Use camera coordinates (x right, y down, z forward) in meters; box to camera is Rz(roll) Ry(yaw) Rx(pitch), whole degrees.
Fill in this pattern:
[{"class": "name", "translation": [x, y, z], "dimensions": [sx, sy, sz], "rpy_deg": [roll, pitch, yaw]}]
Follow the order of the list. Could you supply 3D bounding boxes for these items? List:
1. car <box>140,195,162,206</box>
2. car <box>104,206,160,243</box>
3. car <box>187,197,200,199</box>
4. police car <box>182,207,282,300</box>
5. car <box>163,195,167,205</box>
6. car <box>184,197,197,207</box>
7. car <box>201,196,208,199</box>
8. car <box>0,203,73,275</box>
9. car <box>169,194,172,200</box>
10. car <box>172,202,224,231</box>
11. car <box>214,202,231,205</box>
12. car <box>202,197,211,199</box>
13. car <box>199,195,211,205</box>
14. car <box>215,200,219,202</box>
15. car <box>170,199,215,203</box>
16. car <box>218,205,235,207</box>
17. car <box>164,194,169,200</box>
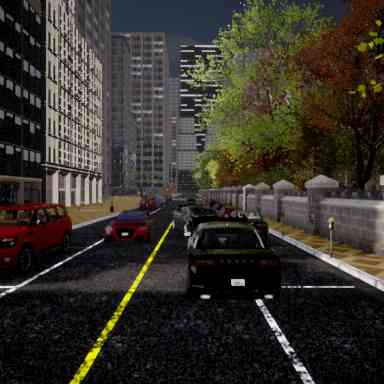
[{"class": "car", "translation": [-5.617, 1.302, 43.910], "dimensions": [2.192, 1.841, 5.009], "rpy_deg": [0, 0, 0]}, {"class": "car", "translation": [-2.783, 1.561, 15.788], "dimensions": [1.994, 1.385, 4.181], "rpy_deg": [0, 0, 0]}, {"class": "car", "translation": [-0.140, 1.513, 43.454], "dimensions": [1.812, 1.442, 4.674], "rpy_deg": [0, 0, 0]}, {"class": "police car", "translation": [0.822, 1.424, 8.571], "dimensions": [1.930, 1.638, 5.238], "rpy_deg": [0, 0, 0]}, {"class": "car", "translation": [-5.666, 1.562, 54.992], "dimensions": [1.802, 1.307, 4.206], "rpy_deg": [0, 0, 0]}, {"class": "car", "translation": [-0.196, 1.529, 53.437], "dimensions": [2.033, 1.411, 5.357], "rpy_deg": [0, 0, 0]}, {"class": "car", "translation": [2.384, 1.566, 49.395], "dimensions": [1.802, 1.307, 4.206], "rpy_deg": [0, 0, 0]}, {"class": "car", "translation": [-5.471, 1.314, 10.661], "dimensions": [2.192, 1.841, 5.009], "rpy_deg": [0, 0, 0]}, {"class": "car", "translation": [-5.620, 1.280, 77.155], "dimensions": [2.192, 1.841, 5.009], "rpy_deg": [0, 0, 0]}, {"class": "car", "translation": [0.180, 1.501, 18.194], "dimensions": [1.837, 1.490, 4.892], "rpy_deg": [0, 0, -15]}, {"class": "car", "translation": [2.507, 1.578, 21.646], "dimensions": [1.802, 1.307, 4.206], "rpy_deg": [0, 0, 0]}, {"class": "car", "translation": [2.433, 1.556, 38.296], "dimensions": [1.947, 1.339, 4.313], "rpy_deg": [0, 0, 0]}, {"class": "car", "translation": [2.334, 1.417, 60.495], "dimensions": [1.967, 1.590, 4.097], "rpy_deg": [0, 0, 0]}, {"class": "car", "translation": [2.482, 1.560, 27.196], "dimensions": [1.947, 1.339, 4.313], "rpy_deg": [0, 0, 0]}, {"class": "car", "translation": [0.087, 1.500, 24.787], "dimensions": [1.837, 1.490, 4.892], "rpy_deg": [0, 0, 17]}, {"class": "car", "translation": [2.532, 1.548, 16.097], "dimensions": [2.008, 1.369, 4.403], "rpy_deg": [0, 0, 0]}, {"class": "car", "translation": [-5.690, 1.502, 60.362], "dimensions": [1.752, 1.417, 4.829], "rpy_deg": [0, 0, 0]}]
